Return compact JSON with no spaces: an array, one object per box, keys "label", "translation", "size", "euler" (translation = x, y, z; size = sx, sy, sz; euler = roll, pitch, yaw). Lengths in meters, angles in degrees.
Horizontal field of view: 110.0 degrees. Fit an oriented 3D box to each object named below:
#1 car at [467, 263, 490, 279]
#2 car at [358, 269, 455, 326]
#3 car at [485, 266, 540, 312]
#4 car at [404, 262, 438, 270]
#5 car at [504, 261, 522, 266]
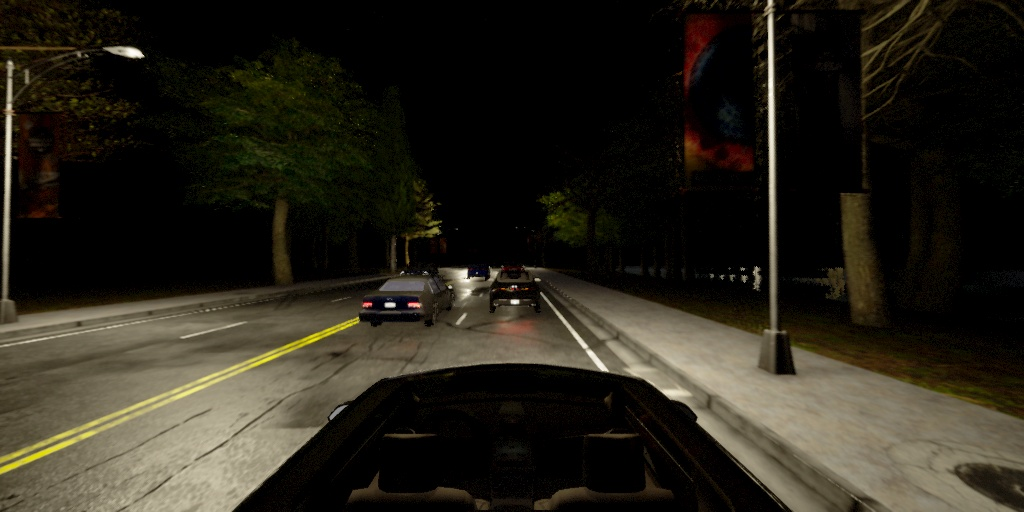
[{"label":"car","translation":[-3.151,1.409,34.621],"size":[1.882,1.535,5.008],"euler":[0,0,0]},{"label":"car","translation":[-3.150,1.328,11.771],"size":[2.033,1.411,5.357],"euler":[0,0,0]},{"label":"car","translation":[0.093,1.299,14.429],"size":[1.837,1.490,4.892],"euler":[0,0,0]},{"label":"car","translation":[-6.591,1.221,25.915],"size":[2.097,1.767,4.553],"euler":[0,0,0]},{"label":"car","translation":[0.099,1.268,32.488],"size":[2.097,1.767,4.553],"euler":[0,0,0]}]
